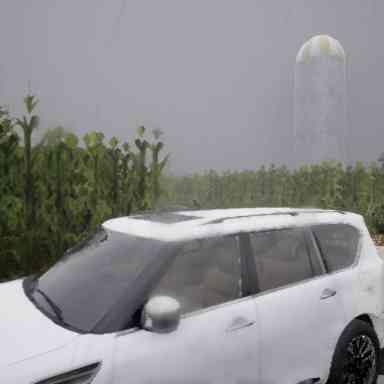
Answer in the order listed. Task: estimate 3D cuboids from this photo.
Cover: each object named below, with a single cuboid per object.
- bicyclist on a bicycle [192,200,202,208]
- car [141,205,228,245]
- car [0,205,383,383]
[{"bbox_3d":[0.306,1.421,26.089,1.656,1.620,0.582,1,0,-35],"label":"bicyclist on a bicycle"},{"bbox_3d":[-0.566,1.430,15.973,1.837,1.490,4.892,1,-1,-34],"label":"car"},{"bbox_3d":[-0.128,1.225,3.444,5.566,2.045,2.150,0,0,-34],"label":"car"}]
